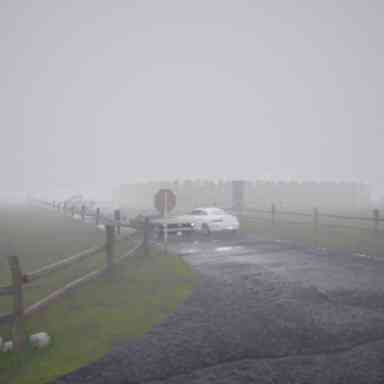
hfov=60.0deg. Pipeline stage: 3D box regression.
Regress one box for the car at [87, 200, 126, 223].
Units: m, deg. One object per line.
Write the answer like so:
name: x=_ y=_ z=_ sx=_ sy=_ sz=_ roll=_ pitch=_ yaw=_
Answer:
car: x=-6.623 y=1.585 z=26.334 sx=1.812 sy=1.442 sz=4.674 roll=1 pitch=-1 yaw=-29

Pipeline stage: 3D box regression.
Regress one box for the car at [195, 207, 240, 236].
car: x=0.831 y=1.593 z=18.849 sx=1.812 sy=1.442 sz=4.674 roll=1 pitch=-1 yaw=-29

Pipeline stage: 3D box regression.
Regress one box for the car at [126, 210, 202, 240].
car: x=-1.637 y=1.632 z=17.413 sx=1.895 sy=1.301 sz=4.718 roll=1 pitch=-1 yaw=-29

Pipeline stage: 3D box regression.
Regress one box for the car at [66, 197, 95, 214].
car: x=-12.009 y=1.591 z=35.956 sx=1.837 sy=1.490 sz=4.892 roll=1 pitch=0 yaw=-29

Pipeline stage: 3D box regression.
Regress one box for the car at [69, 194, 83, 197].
car: x=-19.225 y=1.397 z=54.666 sx=2.150 sy=2.045 sz=5.566 roll=1 pitch=-1 yaw=-29
